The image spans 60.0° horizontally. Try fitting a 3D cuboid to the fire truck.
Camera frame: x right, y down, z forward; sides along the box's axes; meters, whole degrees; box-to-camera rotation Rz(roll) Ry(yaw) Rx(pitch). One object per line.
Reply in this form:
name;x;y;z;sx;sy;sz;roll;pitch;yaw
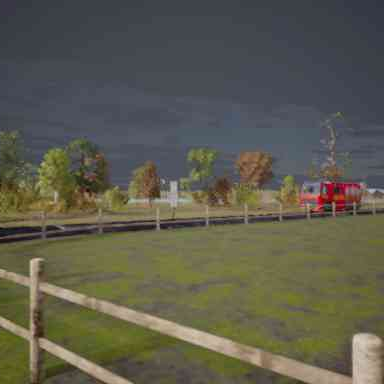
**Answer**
fire truck;16.361;0.442;39.256;8.468;3.827;2.891;0;0;-35
